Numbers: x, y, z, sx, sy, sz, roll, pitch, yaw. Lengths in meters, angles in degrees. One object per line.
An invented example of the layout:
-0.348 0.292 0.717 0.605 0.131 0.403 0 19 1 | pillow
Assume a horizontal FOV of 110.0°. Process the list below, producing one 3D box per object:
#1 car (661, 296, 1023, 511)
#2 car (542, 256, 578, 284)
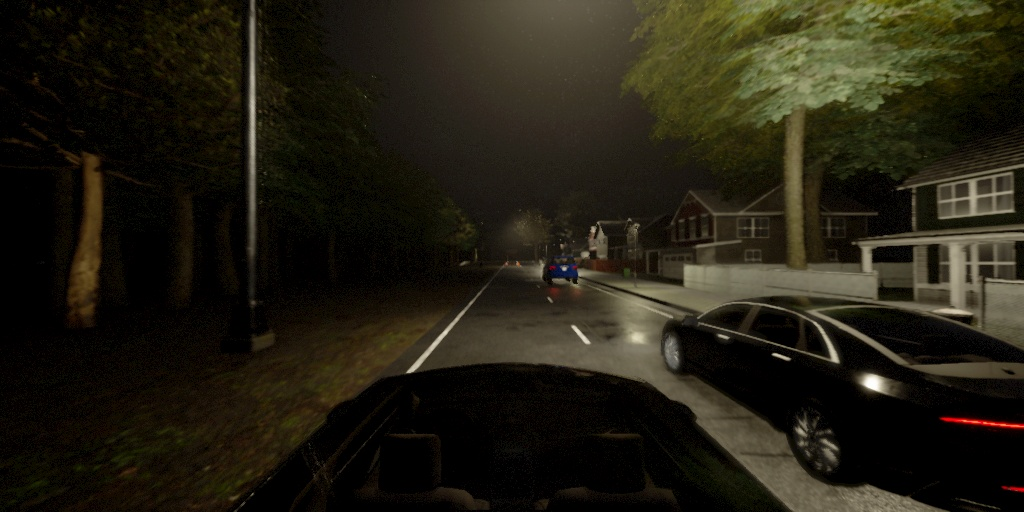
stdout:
3.599 1.259 4.586 1.837 1.490 4.892 0 0 0 | car
3.604 1.007 27.341 2.150 2.045 5.566 0 0 0 | car
